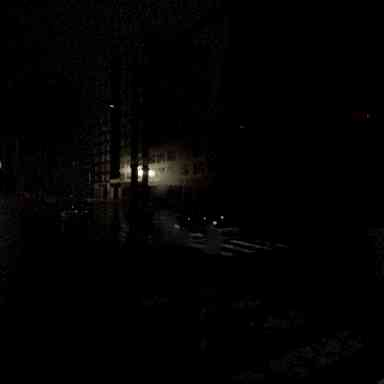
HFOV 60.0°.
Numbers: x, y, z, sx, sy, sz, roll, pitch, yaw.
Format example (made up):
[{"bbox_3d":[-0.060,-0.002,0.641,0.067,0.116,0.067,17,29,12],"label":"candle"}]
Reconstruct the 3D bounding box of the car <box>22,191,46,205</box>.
[{"bbox_3d":[-22.365,0.992,47.664,2.128,1.511,4.902,1,0,-35],"label":"car"}]

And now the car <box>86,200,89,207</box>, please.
[{"bbox_3d":[-14.780,1.200,42.393,2.033,1.411,5.357,1,0,-35],"label":"car"}]

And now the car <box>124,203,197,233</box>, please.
[{"bbox_3d":[-1.991,1.431,18.475,1.895,1.301,4.718,1,0,-35],"label":"car"}]

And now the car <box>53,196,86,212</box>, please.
[{"bbox_3d":[-12.592,1.254,33.587,1.994,1.385,4.181,1,0,-35],"label":"car"}]

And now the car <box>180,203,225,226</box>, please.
[{"bbox_3d":[-0.202,1.396,21.582,2.033,1.411,5.357,1,0,-35],"label":"car"}]
